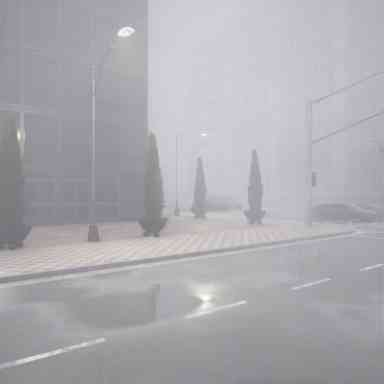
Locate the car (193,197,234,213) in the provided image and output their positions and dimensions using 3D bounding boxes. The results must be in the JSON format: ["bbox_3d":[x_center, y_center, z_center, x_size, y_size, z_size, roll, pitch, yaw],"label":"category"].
[{"bbox_3d":[2.090,1.533,37.695,1.882,1.535,5.008,0,0,-36],"label":"car"}]

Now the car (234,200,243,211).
[{"bbox_3d":[4.164,1.408,40.795,2.097,1.767,4.553,0,0,-36],"label":"car"}]

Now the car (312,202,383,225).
[{"bbox_3d":[11.352,1.560,24.997,1.837,1.490,4.892,0,0,-36],"label":"car"}]
